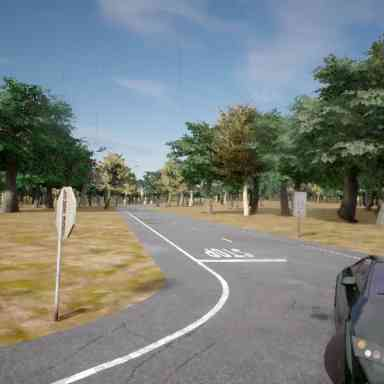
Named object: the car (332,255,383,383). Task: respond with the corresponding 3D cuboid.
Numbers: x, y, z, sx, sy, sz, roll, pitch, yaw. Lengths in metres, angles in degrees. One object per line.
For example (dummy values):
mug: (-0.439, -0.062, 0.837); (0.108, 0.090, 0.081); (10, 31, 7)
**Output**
car: (3.076, 1.642, 4.582); (1.994, 1.385, 4.181); (1, -1, 22)
